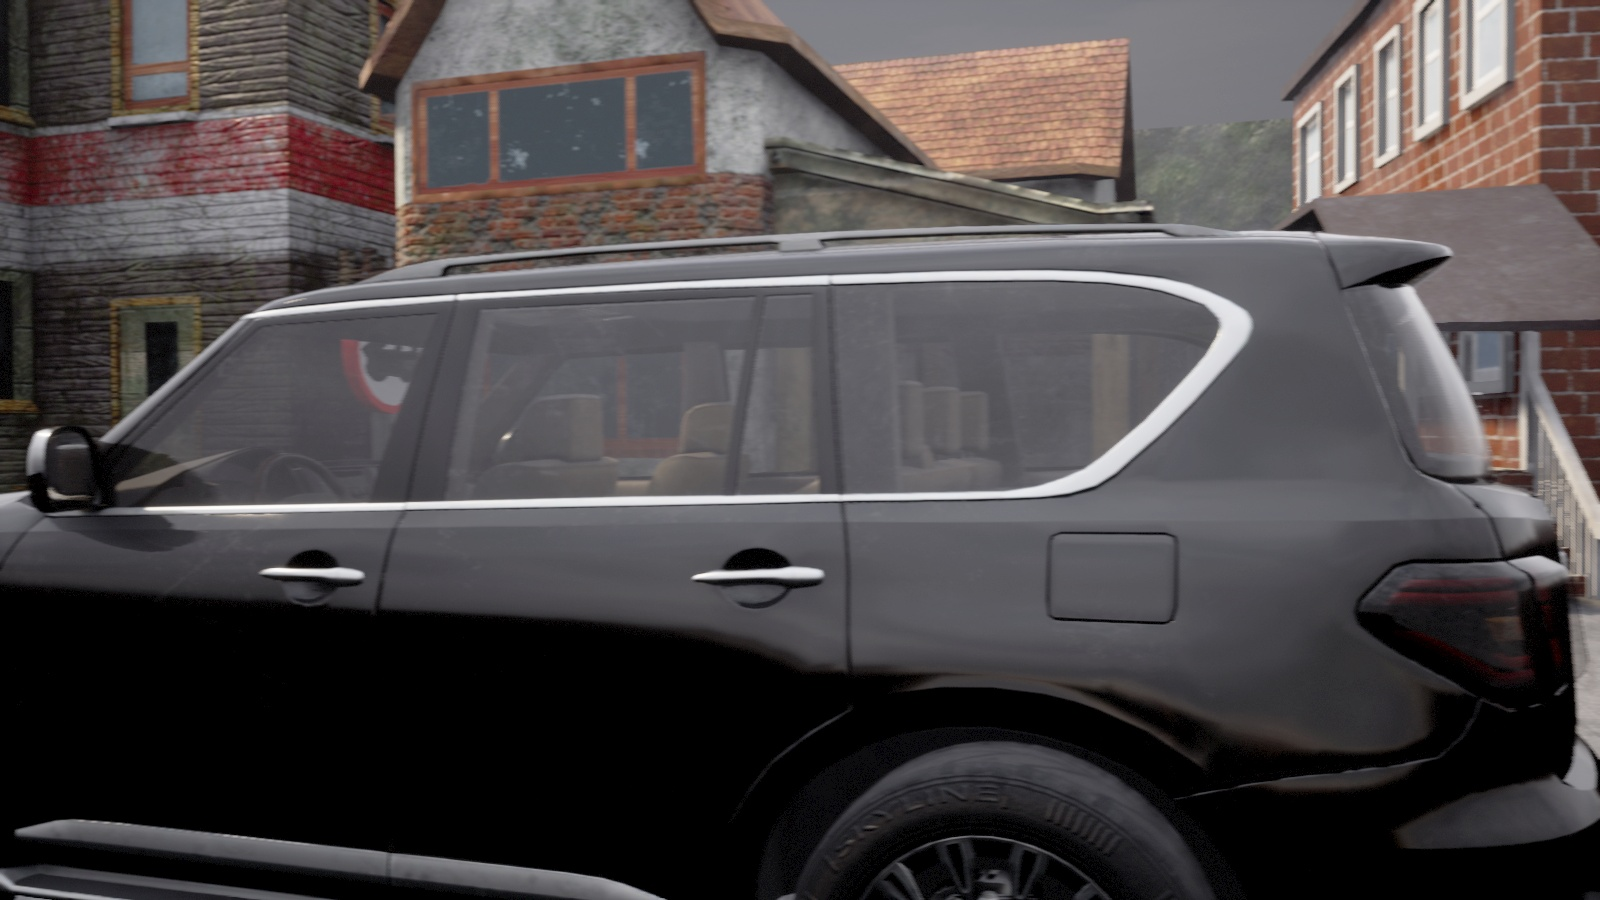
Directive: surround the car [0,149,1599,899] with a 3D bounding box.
[{"bbox_3d":[-0.749,0.479,3.969,5.566,2.045,2.150,1,1,19],"label":"car"}]
